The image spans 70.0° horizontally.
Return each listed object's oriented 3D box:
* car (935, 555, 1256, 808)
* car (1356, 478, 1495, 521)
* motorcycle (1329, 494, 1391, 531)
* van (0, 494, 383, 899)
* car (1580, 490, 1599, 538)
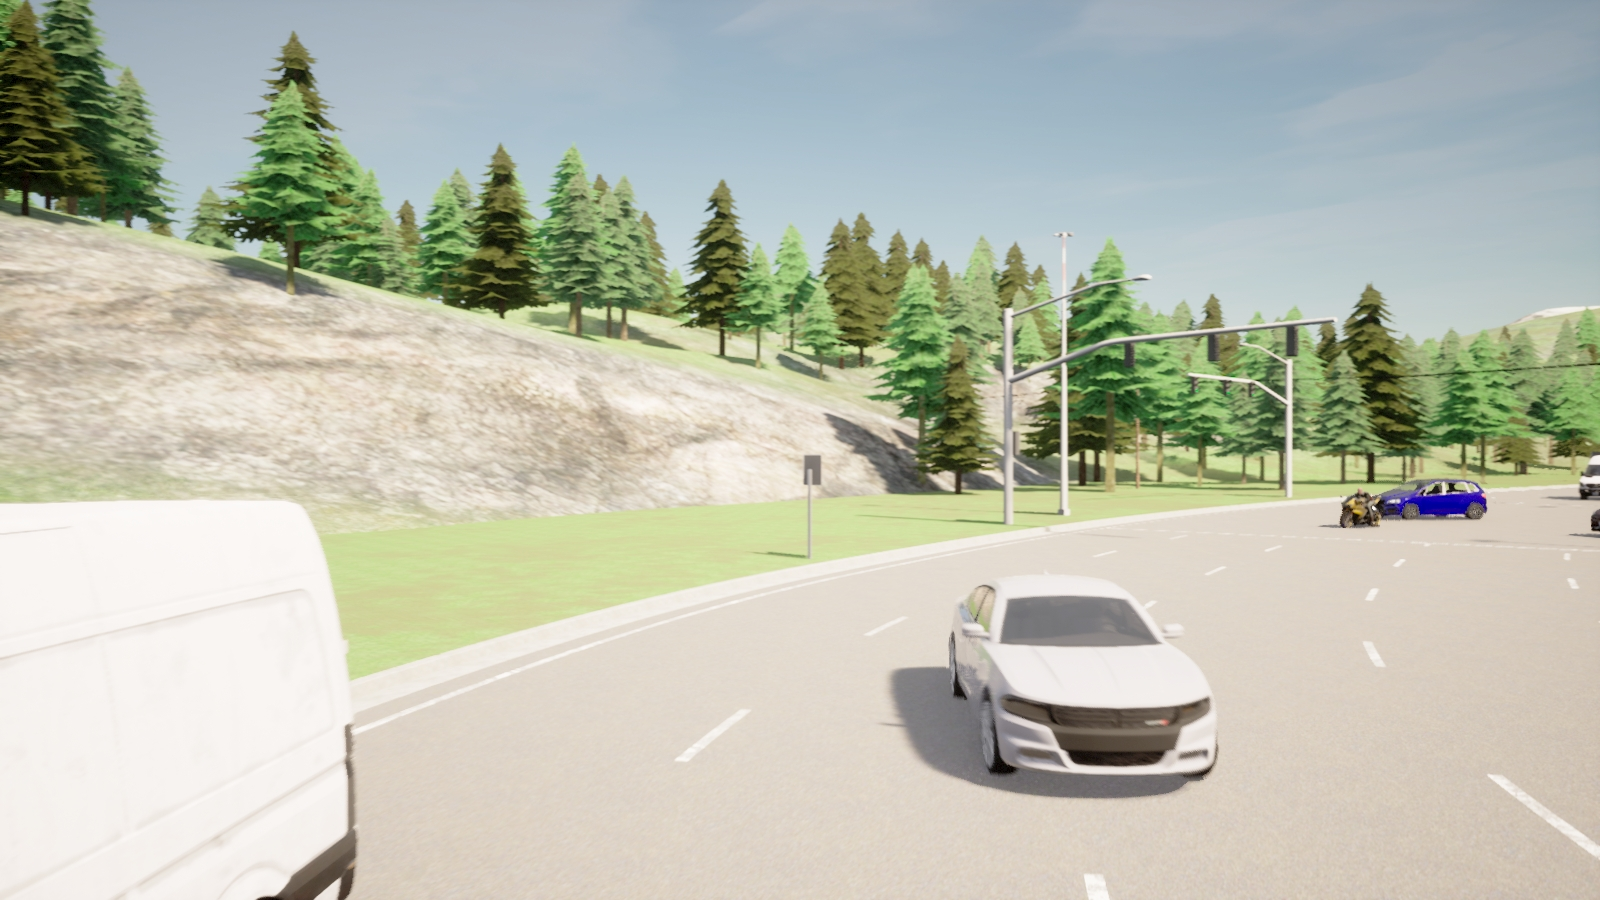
[{"bbox_3d":[2.611,2.044,11.475,2.097,1.535,5.006,0,0,2],"label":"car"},{"bbox_3d":[25.695,2.014,46.986,4.611,1.667,2.242,0,0,-10],"label":"car"},{"bbox_3d":[20.281,2.245,41.382,2.209,1.251,0.867,0,1,-29],"label":"motorcycle"},{"bbox_3d":[-3.582,1.536,3.473,1.988,2.561,5.915,-1,0,5],"label":"van"},{"bbox_3d":[27.977,2.081,36.700,4.514,1.525,2.007,0,0,-1],"label":"car"}]
